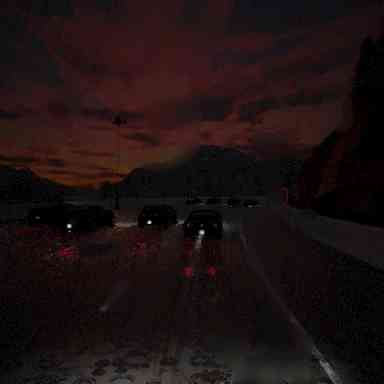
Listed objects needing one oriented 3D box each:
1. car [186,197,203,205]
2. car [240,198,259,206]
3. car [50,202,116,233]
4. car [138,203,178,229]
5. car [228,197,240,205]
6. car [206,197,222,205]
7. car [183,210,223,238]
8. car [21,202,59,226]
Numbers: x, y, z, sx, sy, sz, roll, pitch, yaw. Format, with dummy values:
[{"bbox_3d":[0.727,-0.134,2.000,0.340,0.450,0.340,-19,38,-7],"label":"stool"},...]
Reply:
[{"bbox_3d":[0.487,1.583,61.442,2.128,1.511,4.902,0,0,21],"label":"car"},{"bbox_3d":[10.187,1.755,57.322,1.994,1.385,4.181,0,0,21],"label":"car"},{"bbox_3d":[-5.959,1.469,19.370,1.837,1.490,4.892,0,0,7],"label":"car"},{"bbox_3d":[-2.150,1.513,21.870,1.837,1.490,4.892,-1,0,8],"label":"car"},{"bbox_3d":[7.993,1.678,61.553,1.837,1.490,4.892,-1,-1,22],"label":"car"},{"bbox_3d":[4.111,1.636,61.170,1.837,1.490,4.892,-1,0,22],"label":"car"},{"bbox_3d":[0.745,1.635,18.136,1.895,1.301,4.718,1,0,7],"label":"car"},{"bbox_3d":[-9.087,1.411,22.796,1.882,1.535,5.008,0,0,8],"label":"car"}]
